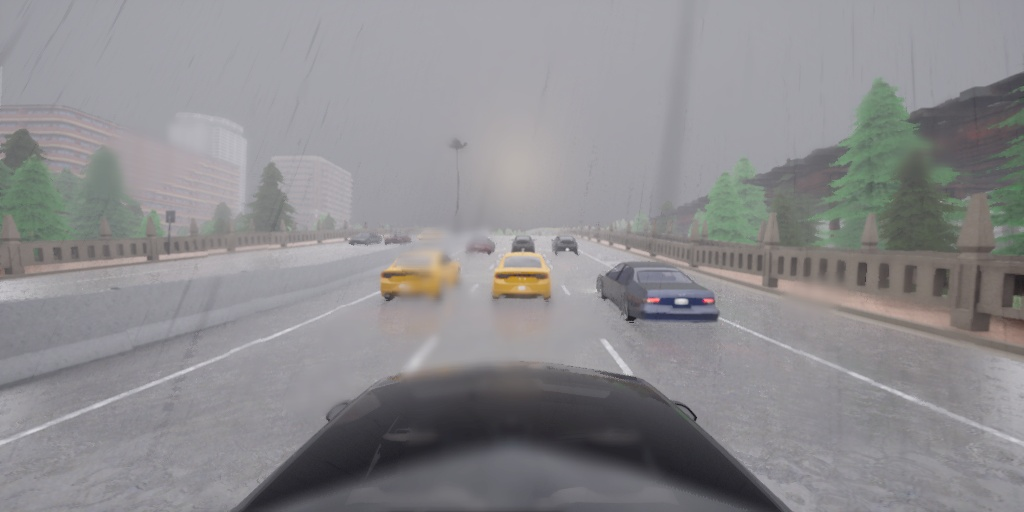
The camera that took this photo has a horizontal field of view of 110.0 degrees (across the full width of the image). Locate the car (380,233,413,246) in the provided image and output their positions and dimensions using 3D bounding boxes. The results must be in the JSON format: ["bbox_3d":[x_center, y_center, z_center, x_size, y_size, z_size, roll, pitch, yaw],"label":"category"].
[{"bbox_3d":[-12.917,-1.903,40.851,1.895,1.301,4.718,0,5,2],"label":"car"}]

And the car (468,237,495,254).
[{"bbox_3d":[-2.552,-0.956,30.589,1.994,1.385,4.181,0,5,2],"label":"car"}]

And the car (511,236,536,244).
[{"bbox_3d":[0.954,-1.022,30.736,1.837,1.490,4.892,0,6,2],"label":"car"}]

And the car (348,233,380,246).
[{"bbox_3d":[-16.434,-1.930,40.504,2.033,1.411,5.357,0,5,2],"label":"car"}]

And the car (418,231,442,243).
[{"bbox_3d":[-9.395,-2.072,41.398,1.882,1.535,5.008,0,6,2],"label":"car"}]

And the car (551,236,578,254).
[{"bbox_3d":[4.450,-1.000,30.563,1.837,1.490,4.892,0,6,2],"label":"car"}]

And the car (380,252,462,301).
[{"bbox_3d":[-3.106,0.569,13.141,1.882,1.535,5.008,0,5,2],"label":"car"}]

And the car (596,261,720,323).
[{"bbox_3d":[3.794,0.867,10.330,2.033,1.411,5.357,0,4,2],"label":"car"}]

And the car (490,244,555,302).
[{"bbox_3d":[0.392,0.586,13.026,1.882,1.535,5.008,0,5,2],"label":"car"}]
